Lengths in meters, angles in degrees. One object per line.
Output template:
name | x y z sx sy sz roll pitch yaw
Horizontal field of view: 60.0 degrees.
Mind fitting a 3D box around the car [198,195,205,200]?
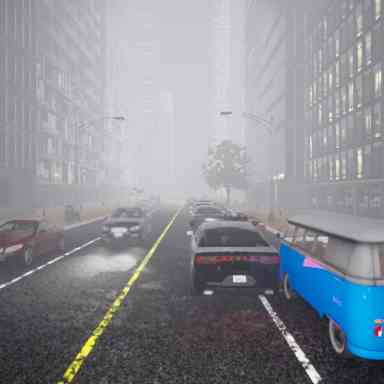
car | 2.563 1.463 91.078 1.887 1.381 4.507 0 0 0

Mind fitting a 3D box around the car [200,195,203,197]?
car | 2.618 1.538 51.231 2.008 1.369 4.403 0 0 0

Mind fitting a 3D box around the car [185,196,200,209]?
car | -0.053 1.594 45.785 1.895 1.301 4.718 0 0 0

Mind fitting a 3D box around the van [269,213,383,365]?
van | 2.682 1.341 5.692 1.690 1.788 3.998 0 0 0

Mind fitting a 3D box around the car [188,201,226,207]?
car | 0.874 1.478 18.708 1.882 1.535 5.008 0 0 0

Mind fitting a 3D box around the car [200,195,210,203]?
car | 2.594 1.402 68.308 1.967 1.590 4.097 0 0 0

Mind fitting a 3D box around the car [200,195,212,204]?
car | 2.603 1.411 62.616 1.967 1.590 4.097 0 0 0

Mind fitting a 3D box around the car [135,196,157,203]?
car | -5.746 1.548 39.838 2.008 1.369 4.403 0 0 0

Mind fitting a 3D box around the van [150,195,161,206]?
van | -5.762 1.329 51.223 1.690 1.788 3.998 0 0 0

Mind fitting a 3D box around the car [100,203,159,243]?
car | -3.023 1.491 16.111 2.128 1.511 4.902 0 0 0

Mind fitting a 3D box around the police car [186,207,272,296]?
police car | 0.888 1.425 8.818 1.930 1.638 5.238 0 0 0

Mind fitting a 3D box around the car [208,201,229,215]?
car | 2.642 1.581 34.154 1.802 1.307 4.206 0 0 0

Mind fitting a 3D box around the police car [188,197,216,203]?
police car | 0.865 1.425 24.818 1.930 1.638 5.238 0 0 0

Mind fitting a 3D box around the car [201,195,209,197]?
car | 2.626 1.544 45.538 2.008 1.369 4.403 0 0 0

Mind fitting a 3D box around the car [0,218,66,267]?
car | -5.707 1.582 11.375 1.802 1.307 4.206 0 0 0
